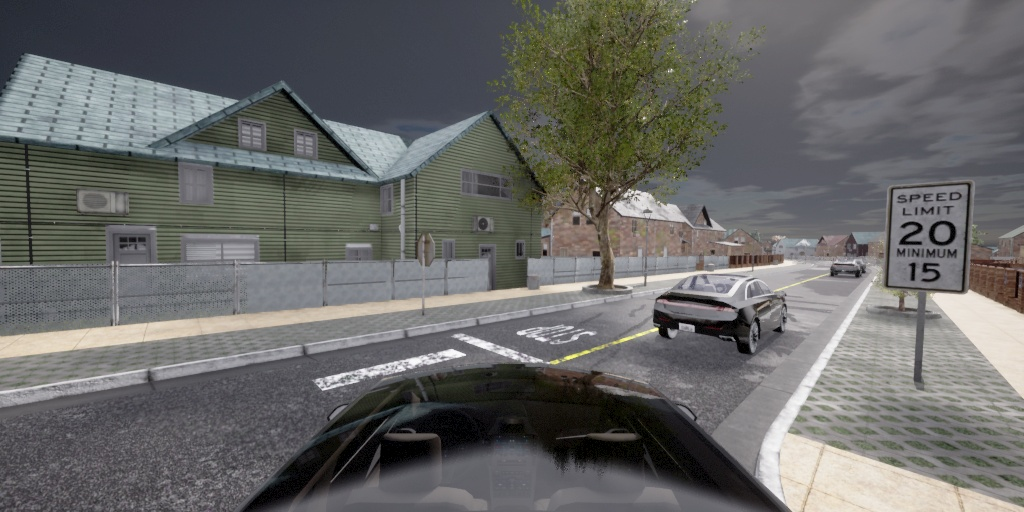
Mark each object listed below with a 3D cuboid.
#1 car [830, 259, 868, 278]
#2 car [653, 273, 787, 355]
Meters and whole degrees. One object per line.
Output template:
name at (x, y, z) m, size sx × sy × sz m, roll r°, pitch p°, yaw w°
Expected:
car at (29.474, 1.040, 31.586) m, size 4.902 × 1.511 × 2.128 m, roll 0°, pitch 2°, yaw -43°
car at (5.199, 1.181, 8.702) m, size 4.902 × 1.511 × 2.128 m, roll 0°, pitch 2°, yaw -43°
